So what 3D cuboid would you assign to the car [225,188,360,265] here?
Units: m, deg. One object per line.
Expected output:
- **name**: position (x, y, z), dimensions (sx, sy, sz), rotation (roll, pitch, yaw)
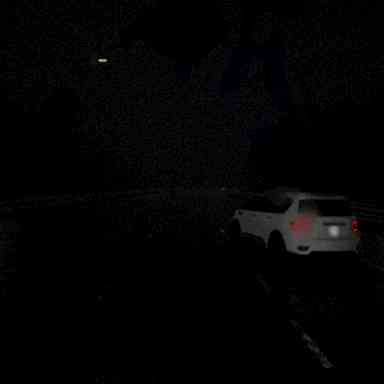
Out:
- **car**: position (3.085, 1.023, 11.232), dimensions (2.150, 2.045, 5.566), rotation (2, 1, -13)
